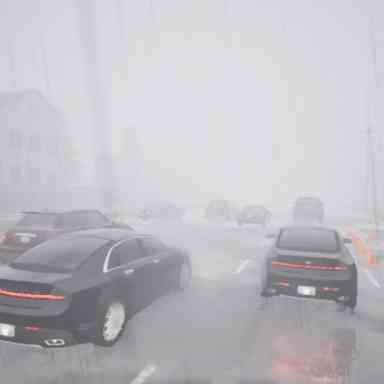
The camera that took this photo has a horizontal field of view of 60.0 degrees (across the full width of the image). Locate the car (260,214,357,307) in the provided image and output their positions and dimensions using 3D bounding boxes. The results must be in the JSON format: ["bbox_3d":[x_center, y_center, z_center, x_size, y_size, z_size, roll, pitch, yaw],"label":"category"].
[{"bbox_3d":[2.873,1.549,8.313,1.837,1.490,4.892,1,0,19],"label":"car"}]

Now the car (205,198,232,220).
[{"bbox_3d":[2.656,1.376,28.897,2.097,1.767,4.553,1,0,19],"label":"car"}]

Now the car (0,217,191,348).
[{"bbox_3d":[-1.503,1.472,6.394,1.837,1.490,4.892,1,0,19],"label":"car"}]

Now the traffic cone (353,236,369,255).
[{"bbox_3d":[6.377,2.059,12.564,0.340,0.580,0.340,1,0,19],"label":"traffic cone"}]

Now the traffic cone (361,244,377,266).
[{"bbox_3d":[5.718,2.048,10.676,0.340,0.580,0.340,1,0,19],"label":"traffic cone"}]

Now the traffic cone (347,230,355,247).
[{"bbox_3d":[7.037,2.069,14.452,0.340,0.580,0.340,1,0,19],"label":"traffic cone"}]

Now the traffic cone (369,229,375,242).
[{"bbox_3d":[8.641,2.096,16.010,0.340,0.580,0.340,1,0,19],"label":"traffic cone"}]

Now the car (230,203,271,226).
[{"bbox_3d":[4.440,1.608,23.406,2.033,1.411,5.357,1,0,19],"label":"car"}]

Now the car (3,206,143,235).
[{"bbox_3d":[-3.689,1.278,10.739,2.097,1.767,4.553,1,0,19],"label":"car"}]

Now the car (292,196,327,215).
[{"bbox_3d":[9.163,1.363,26.291,2.150,2.045,5.566,1,0,19],"label":"car"}]

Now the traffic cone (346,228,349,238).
[{"bbox_3d":[7.697,2.079,16.340,0.340,0.580,0.340,1,0,19],"label":"traffic cone"}]

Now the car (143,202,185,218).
[{"bbox_3d":[-2.256,1.487,25.458,2.033,1.411,5.357,1,0,19],"label":"car"}]
